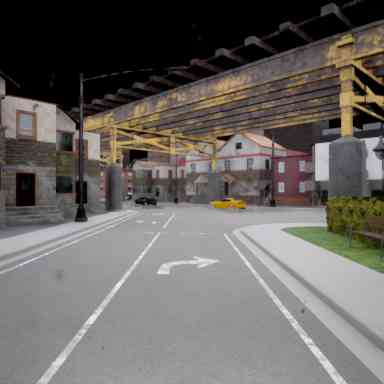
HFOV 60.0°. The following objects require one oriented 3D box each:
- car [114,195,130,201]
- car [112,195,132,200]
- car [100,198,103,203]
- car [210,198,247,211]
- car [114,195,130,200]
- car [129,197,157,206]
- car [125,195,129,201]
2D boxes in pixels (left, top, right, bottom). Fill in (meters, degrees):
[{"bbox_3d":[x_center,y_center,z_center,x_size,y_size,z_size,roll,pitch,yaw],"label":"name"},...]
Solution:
[{"bbox_3d":[-17.591,1.461,83.711,2.038,1.542,4.974,0,0,15],"label":"car"},{"bbox_3d":[-16.860,1.303,80.056,4.536,1.218,1.853,0,0,-15],"label":"car"},{"bbox_3d":[-19.263,1.532,65.160,1.812,1.442,4.674,0,0,-45],"label":"car"},{"bbox_3d":[4.425,1.481,41.252,1.882,1.535,5.008,0,0,-45],"label":"car"},{"bbox_3d":[-17.578,1.303,83.762,1.853,1.218,4.536,0,0,15],"label":"car"},{"bbox_3d":[-7.615,1.510,53.413,1.837,1.490,4.892,0,0,-45],"label":"car"},{"bbox_3d":[-16.911,1.460,80.043,4.974,1.542,2.038,0,0,-15],"label":"car"}]
